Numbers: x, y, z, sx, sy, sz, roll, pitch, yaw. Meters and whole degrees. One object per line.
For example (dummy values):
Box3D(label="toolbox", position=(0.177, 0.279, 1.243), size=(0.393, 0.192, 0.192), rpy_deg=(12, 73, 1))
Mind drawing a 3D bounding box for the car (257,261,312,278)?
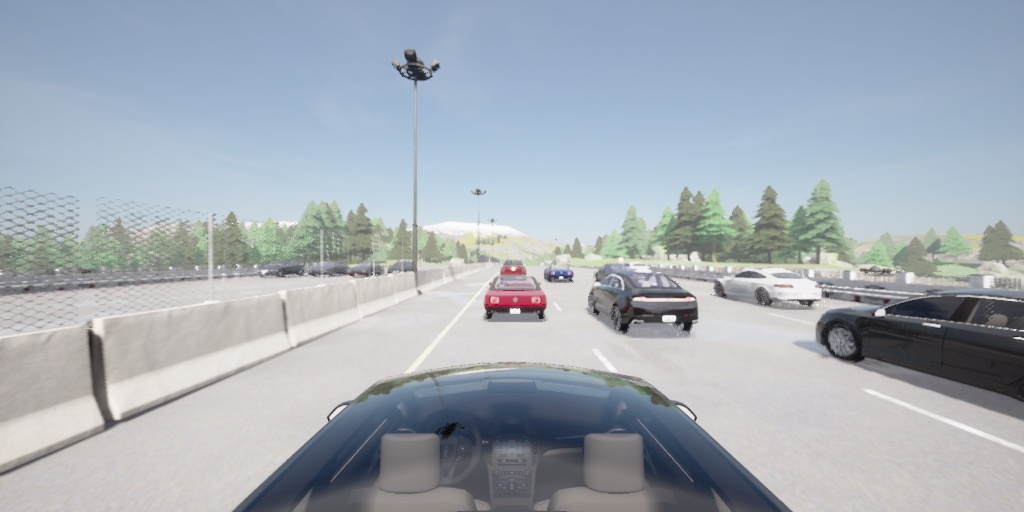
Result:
Box3D(label="car", position=(-21.092, 1.222, 32.978), size=(2.128, 1.511, 4.902), rpy_deg=(0, 0, 0))

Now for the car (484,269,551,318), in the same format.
Box3D(label="car", position=(0.101, 1.318, 12.713), size=(1.895, 1.301, 4.718), rpy_deg=(0, 0, 0))

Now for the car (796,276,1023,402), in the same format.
Box3D(label="car", position=(7.099, 1.244, 5.284), size=(1.837, 1.490, 4.892), rpy_deg=(0, 0, 0))

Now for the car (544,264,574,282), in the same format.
Box3D(label="car", position=(3.602, 1.310, 28.490), size=(1.895, 1.301, 4.718), rpy_deg=(0, 0, 0))

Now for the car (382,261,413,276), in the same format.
Box3D(label="car", position=(-10.590, 1.249, 34.842), size=(1.837, 1.490, 4.892), rpy_deg=(0, 0, 0))

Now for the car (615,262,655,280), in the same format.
Box3D(label="car", position=(10.588, 1.247, 31.269), size=(1.812, 1.442, 4.674), rpy_deg=(0, 0, 0))

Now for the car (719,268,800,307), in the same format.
Box3D(label="car", position=(10.586, 1.236, 15.204), size=(1.812, 1.442, 4.674), rpy_deg=(0, 0, 0))

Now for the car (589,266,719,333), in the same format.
Box3D(label="car", position=(3.601, 1.215, 10.637), size=(2.128, 1.511, 4.902), rpy_deg=(0, 0, 0))

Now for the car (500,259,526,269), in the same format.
Box3D(label="car", position=(0.101, 1.067, 29.944), size=(2.097, 1.767, 4.553), rpy_deg=(0, 0, 0))

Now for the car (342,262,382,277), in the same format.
Box3D(label="car", position=(-14.092, 1.293, 35.030), size=(2.033, 1.411, 5.357), rpy_deg=(0, 0, 0))

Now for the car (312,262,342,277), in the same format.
Box3D(label="car", position=(-17.591, 1.293, 35.029), size=(2.033, 1.411, 5.357), rpy_deg=(0, 0, 0))

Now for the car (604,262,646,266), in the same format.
Box3D(label="car", position=(7.102, 1.247, 24.847), size=(2.033, 1.411, 5.357), rpy_deg=(0, 0, 0))
